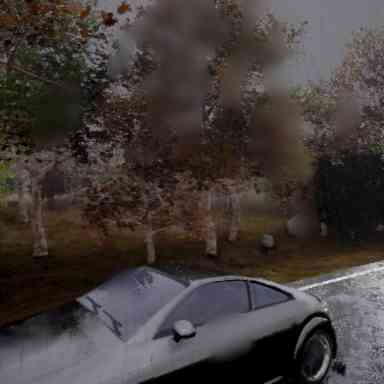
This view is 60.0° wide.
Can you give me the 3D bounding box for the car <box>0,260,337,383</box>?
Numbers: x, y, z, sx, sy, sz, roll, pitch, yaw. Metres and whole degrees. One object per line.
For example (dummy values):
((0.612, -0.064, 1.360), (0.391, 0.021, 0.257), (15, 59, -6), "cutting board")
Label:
((-0.238, 1.570, 3.805), (4.181, 1.385, 1.994), (0, 0, -35), "car")
